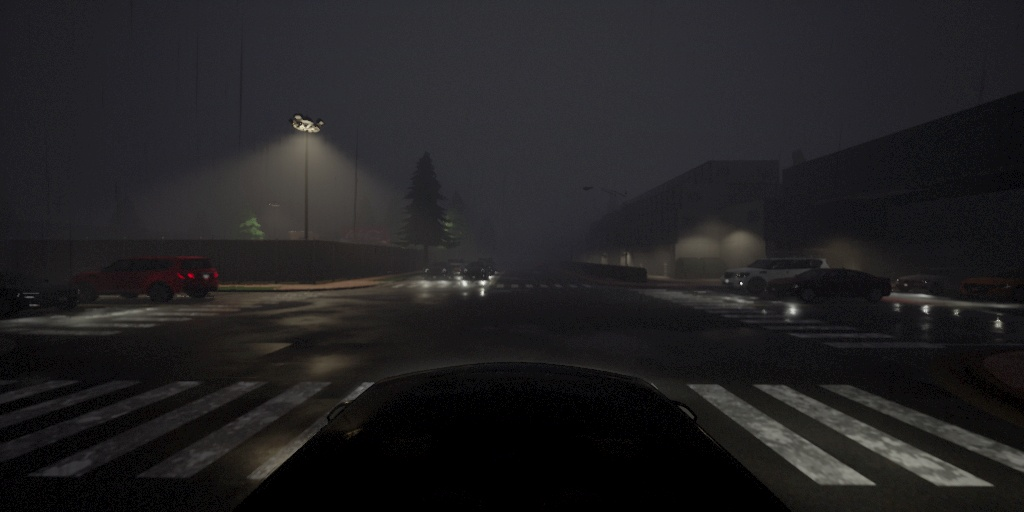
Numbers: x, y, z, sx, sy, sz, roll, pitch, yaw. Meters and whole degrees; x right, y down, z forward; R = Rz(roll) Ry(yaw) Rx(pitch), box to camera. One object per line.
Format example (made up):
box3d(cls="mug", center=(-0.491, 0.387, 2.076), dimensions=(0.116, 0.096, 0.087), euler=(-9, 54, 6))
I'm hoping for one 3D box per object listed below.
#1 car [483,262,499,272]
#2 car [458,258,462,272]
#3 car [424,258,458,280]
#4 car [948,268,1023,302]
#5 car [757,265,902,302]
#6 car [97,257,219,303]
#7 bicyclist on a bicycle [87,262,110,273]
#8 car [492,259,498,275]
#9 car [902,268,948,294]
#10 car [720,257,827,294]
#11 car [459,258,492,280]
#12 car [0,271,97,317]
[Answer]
box3d(cls="car", center=(-3.074, 1.629, 54.006), dimensions=(2.033, 1.411, 5.357), euler=(0, 0, 1))
box3d(cls="car", center=(-6.743, 1.236, 43.326), dimensions=(2.150, 2.045, 5.566), euler=(0, 0, 1))
box3d(cls="car", center=(-6.852, 1.308, 34.101), dimensions=(2.097, 1.767, 4.553), euler=(0, 0, 1))
box3d(cls="car", center=(24.562, 1.324, 17.076), dimensions=(5.008, 1.535, 1.882), euler=(0, 0, 0))
box3d(cls="car", center=(14.984, 1.324, 17.110), dimensions=(5.008, 1.535, 1.882), euler=(0, 0, 0))
box3d(cls="car", center=(-16.919, 1.049, 16.667), dimensions=(5.566, 2.045, 2.150), euler=(0, 0, -1))
box3d(cls="bicyclist on a bicycle", center=(-25.159, 1.166, 21.880), dimensions=(0.582, 1.620, 1.656), euler=(0, 0, 0))
box3d(cls="car", center=(-3.238, 1.237, 43.570), dimensions=(2.150, 2.045, 5.566), euler=(0, 0, 0))
box3d(cls="car", center=(24.921, 1.394, 20.562), dimensions=(4.674, 1.442, 1.812), euler=(0, 0, 0))
box3d(cls="car", center=(15.155, 1.091, 20.628), dimensions=(5.566, 2.045, 2.150), euler=(0, 0, 1))
box3d(cls="car", center=(-3.353, 1.307, 33.977), dimensions=(2.097, 1.767, 4.553), euler=(0, 0, 1))
box3d(cls="car", center=(-18.615, 1.283, 12.879), dimensions=(5.008, 1.535, 1.882), euler=(0, 0, 0))
